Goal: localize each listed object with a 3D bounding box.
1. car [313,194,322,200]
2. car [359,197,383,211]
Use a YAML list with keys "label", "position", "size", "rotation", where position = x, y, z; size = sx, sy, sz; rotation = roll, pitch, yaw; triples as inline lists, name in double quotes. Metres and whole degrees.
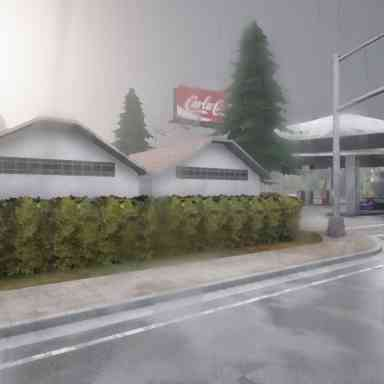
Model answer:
- label: "car"
  position: [33.040, 1.330, 89.523]
  size: [2.152, 1.636, 5.027]
  rotation: [0, 0, -36]
- label: "car"
  position: [21.919, 1.480, 40.042]
  size: [4.611, 1.667, 2.242]
  rotation: [0, 0, -36]
